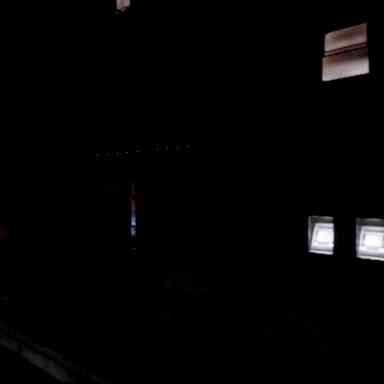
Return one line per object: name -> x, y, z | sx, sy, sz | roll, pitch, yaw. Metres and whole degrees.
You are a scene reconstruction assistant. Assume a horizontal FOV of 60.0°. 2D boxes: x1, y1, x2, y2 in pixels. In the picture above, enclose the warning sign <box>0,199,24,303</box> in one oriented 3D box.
warning sign -> -4.033, 1.082, 6.150 | 1.060, 1.860, 1.300 | 0, 0, 37
